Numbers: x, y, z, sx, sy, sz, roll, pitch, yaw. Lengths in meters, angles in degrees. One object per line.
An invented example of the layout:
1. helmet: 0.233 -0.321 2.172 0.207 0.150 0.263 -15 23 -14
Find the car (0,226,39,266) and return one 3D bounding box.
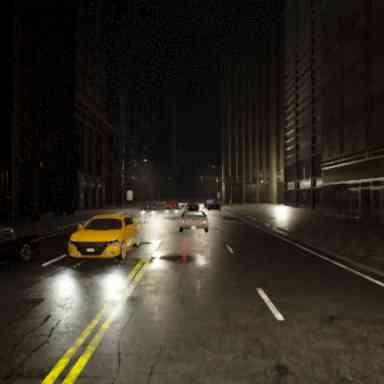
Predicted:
1. car: -6.594 1.745 10.107 1.895 1.301 4.718 0 -1 0

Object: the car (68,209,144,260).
1. car: -3.343 1.669 13.441 1.882 1.535 5.008 0 -1 0

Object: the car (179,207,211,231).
1. car: 0.113 1.920 22.782 1.895 1.301 4.718 0 -1 0

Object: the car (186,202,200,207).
1. car: 0.129 2.161 48.241 2.033 1.411 5.357 0 -1 0

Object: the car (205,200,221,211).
1. car: 3.362 2.207 51.251 1.994 1.385 4.181 0 -1 2

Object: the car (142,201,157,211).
1. car: -6.544 2.150 51.502 1.837 1.490 4.892 0 -1 0

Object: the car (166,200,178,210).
1. car: -3.280 2.155 54.876 1.882 1.535 5.008 0 0 0
